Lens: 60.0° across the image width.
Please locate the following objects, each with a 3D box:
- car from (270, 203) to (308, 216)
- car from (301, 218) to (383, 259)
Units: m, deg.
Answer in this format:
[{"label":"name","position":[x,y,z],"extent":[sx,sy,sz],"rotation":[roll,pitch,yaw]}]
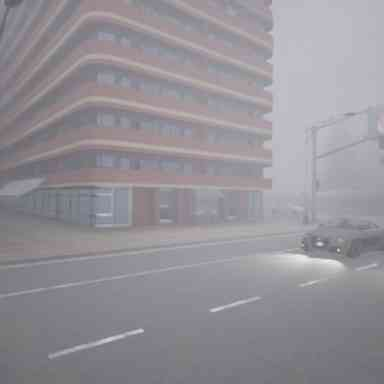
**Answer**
[{"label":"car","position":[11.541,2.040,39.998],"extent":[1.812,1.442,4.674],"rotation":[1,-1,-39]},{"label":"car","position":[6.275,1.759,13.493],"extent":[4.181,1.385,1.994],"rotation":[1,-1,-38]}]
